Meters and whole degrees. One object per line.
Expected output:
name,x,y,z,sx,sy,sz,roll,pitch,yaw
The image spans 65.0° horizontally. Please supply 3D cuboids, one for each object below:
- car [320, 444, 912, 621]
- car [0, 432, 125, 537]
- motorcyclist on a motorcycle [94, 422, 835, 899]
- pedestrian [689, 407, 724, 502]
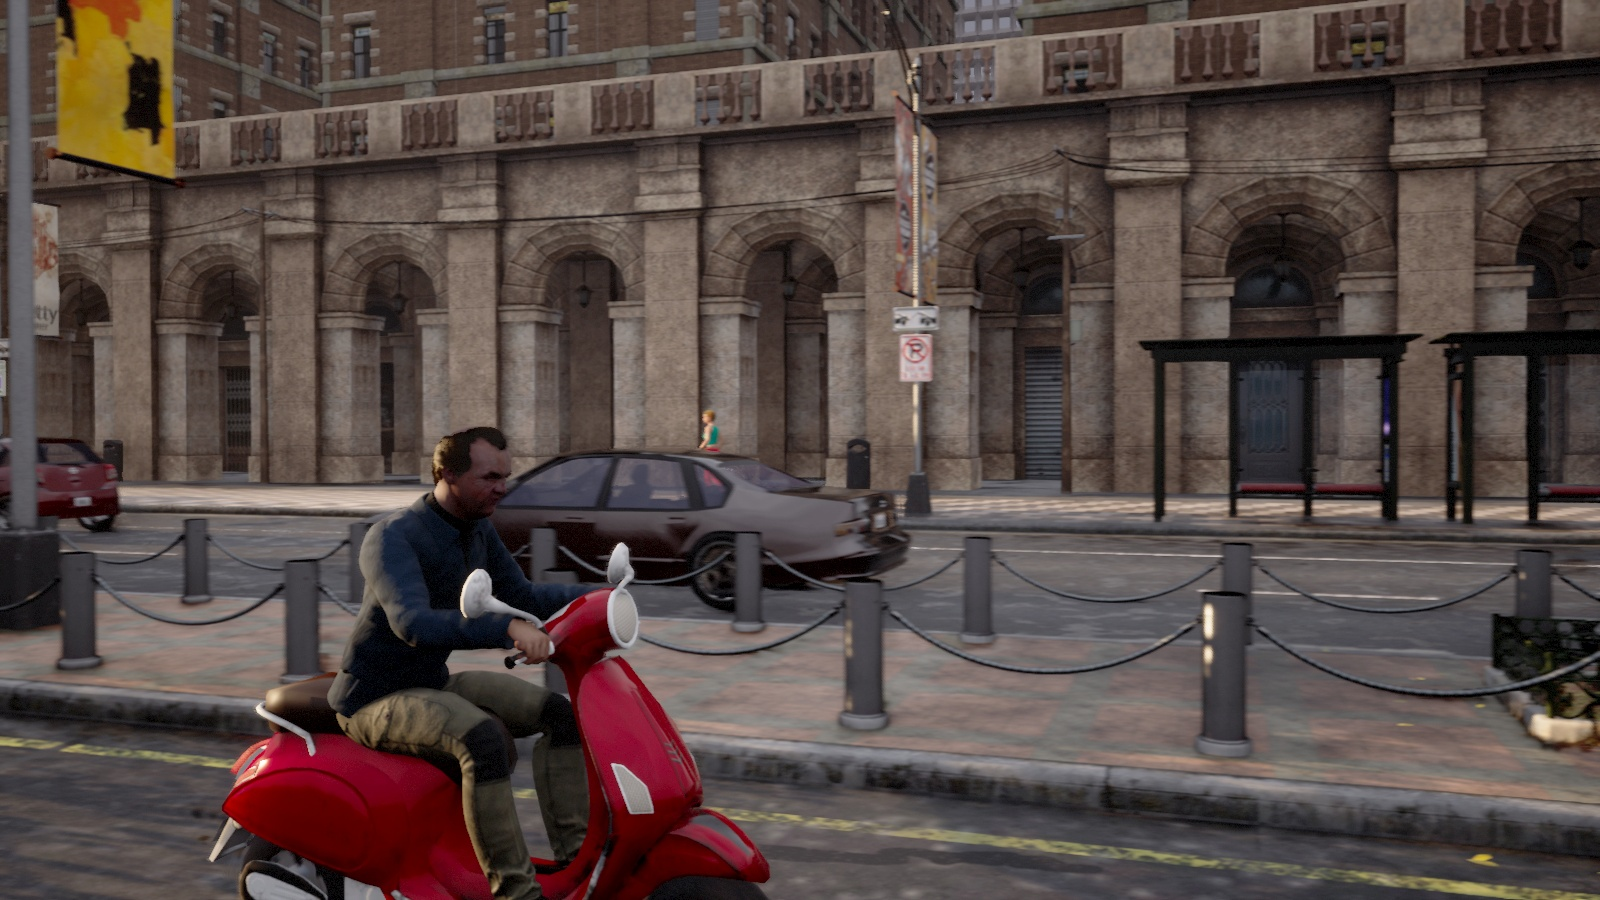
car,-1.767,0.673,12.215,5.357,1.411,2.033,1,1,19
car,-12.698,0.481,19.565,3.633,1.501,1.845,1,1,18
motorcyclist on a motorcycle,-0.901,0.721,3.505,1.817,1.590,0.866,1,1,19
pedestrian,-1.830,0.082,24.666,0.594,1.836,0.345,1,1,20
